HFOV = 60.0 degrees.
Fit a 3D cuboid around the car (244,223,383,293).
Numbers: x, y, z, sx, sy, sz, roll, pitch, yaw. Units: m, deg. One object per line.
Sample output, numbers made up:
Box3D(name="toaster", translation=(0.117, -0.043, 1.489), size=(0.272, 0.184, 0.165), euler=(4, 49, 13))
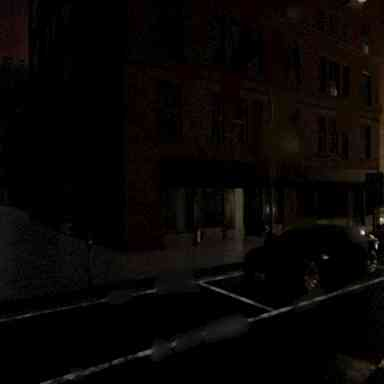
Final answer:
Box3D(name="car", translation=(3.329, 1.562, 8.902), size=(4.313, 1.339, 1.947), euler=(0, 0, -35))
